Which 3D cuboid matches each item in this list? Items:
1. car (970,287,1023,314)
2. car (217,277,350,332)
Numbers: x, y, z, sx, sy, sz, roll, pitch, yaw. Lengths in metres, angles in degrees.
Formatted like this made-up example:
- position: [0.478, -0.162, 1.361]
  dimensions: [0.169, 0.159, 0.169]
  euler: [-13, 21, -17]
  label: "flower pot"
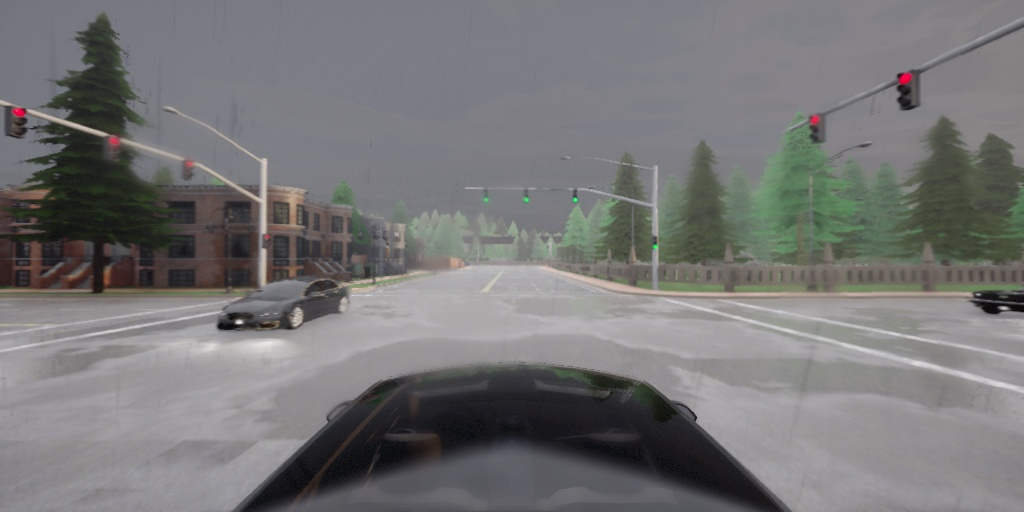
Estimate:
- position: [19.059, 1.479, 12.307]
  dimensions: [4.718, 1.301, 1.895]
  euler: [0, -1, 0]
  label: "car"
- position: [-7.003, 1.464, 11.645]
  dimensions: [1.837, 1.490, 4.892]
  euler: [0, 0, 0]
  label: "car"
